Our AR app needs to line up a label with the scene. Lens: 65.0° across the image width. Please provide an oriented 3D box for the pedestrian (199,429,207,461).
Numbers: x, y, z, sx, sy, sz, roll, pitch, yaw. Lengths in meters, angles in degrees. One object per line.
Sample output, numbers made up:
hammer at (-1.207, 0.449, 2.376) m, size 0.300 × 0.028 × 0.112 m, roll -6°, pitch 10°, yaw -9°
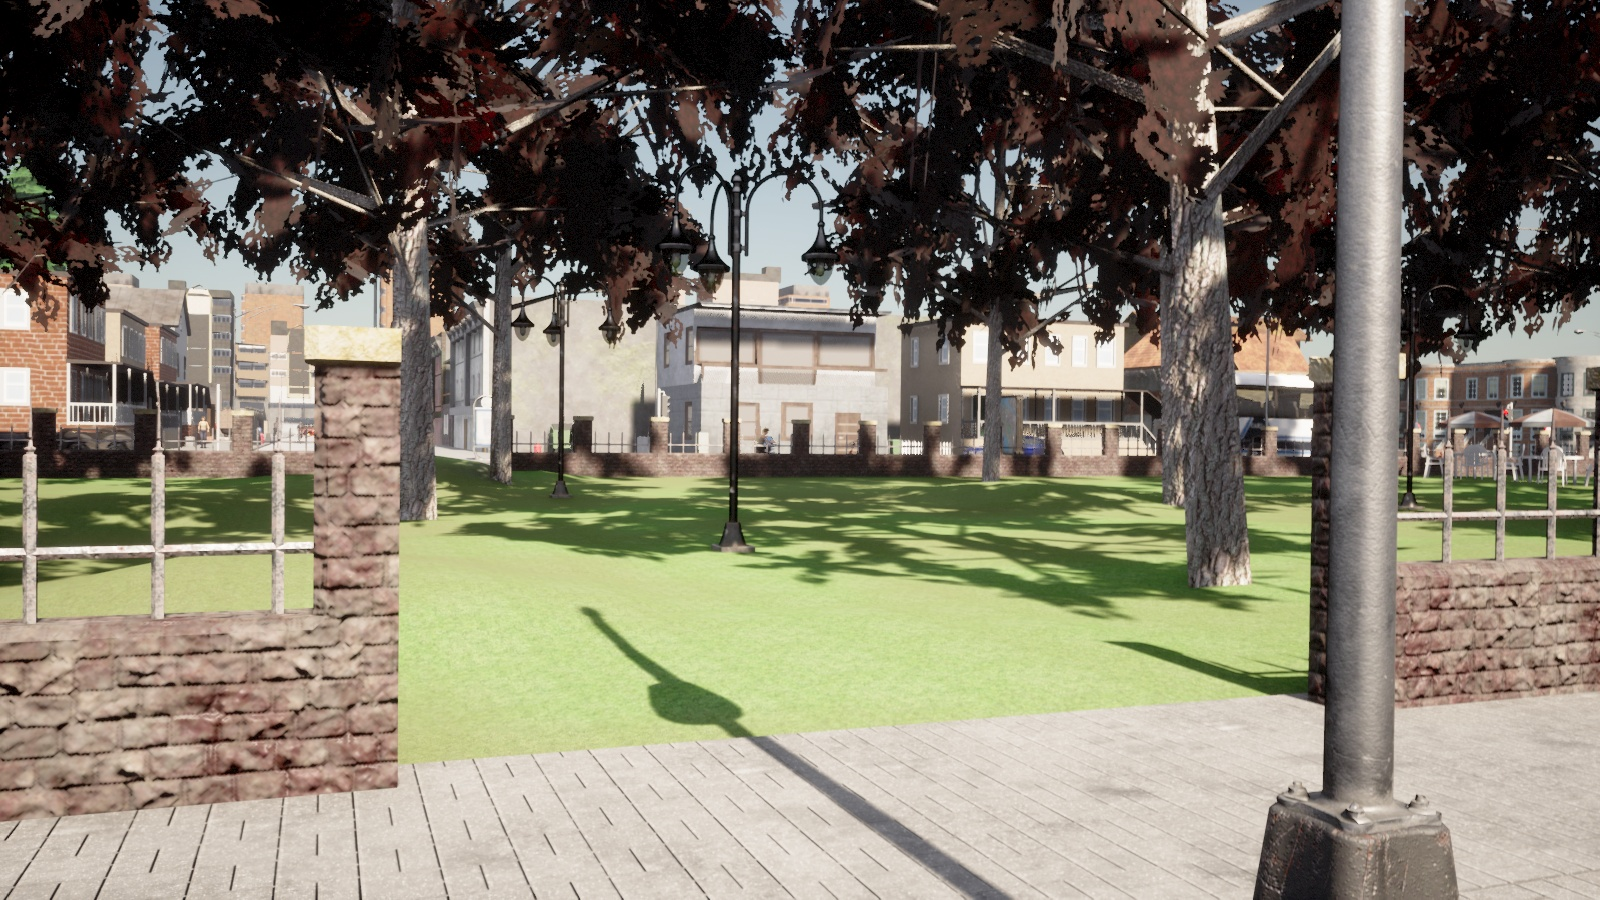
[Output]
pedestrian at (-33.564, -0.286, 70.611) m, size 0.345 × 1.836 × 0.594 m, roll -1°, pitch 1°, yaw -21°

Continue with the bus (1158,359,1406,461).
bus at (21.537, -1.671, 56.101) m, size 10.273 × 4.253 × 3.944 m, roll 0°, pitch 1°, yaw -21°

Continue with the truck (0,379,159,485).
truck at (-26.357, -0.605, 42.680) m, size 7.936 × 3.462 × 2.891 m, roll -1°, pitch 1°, yaw -30°

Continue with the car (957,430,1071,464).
car at (9.515, -0.148, 55.833) m, size 4.674 × 1.442 × 1.812 m, roll -1°, pitch 1°, yaw -21°
